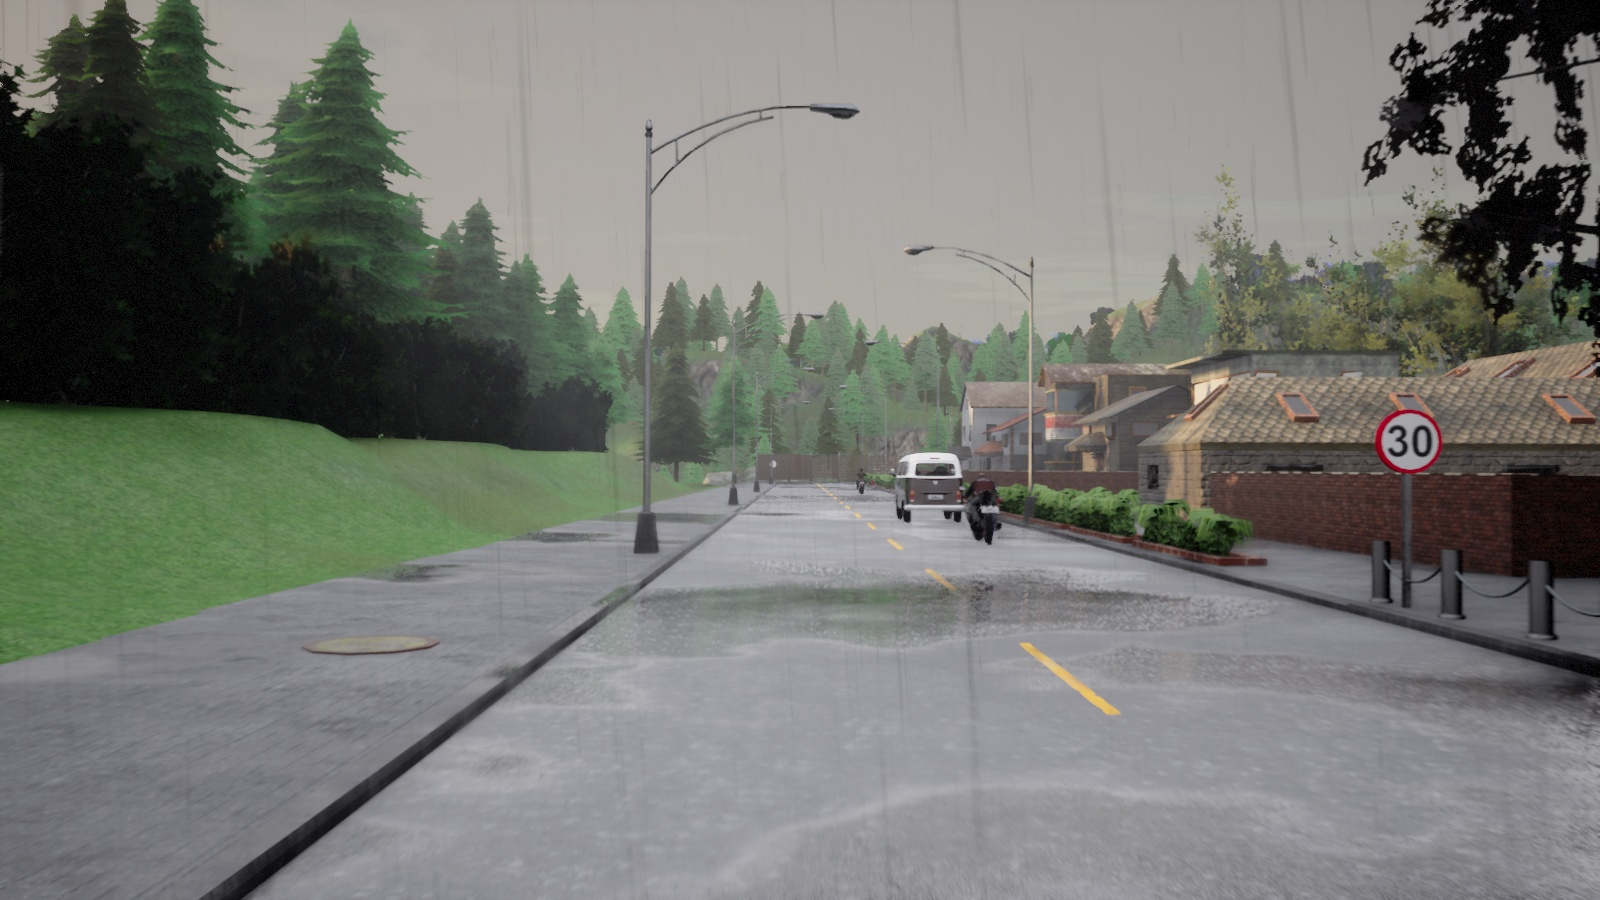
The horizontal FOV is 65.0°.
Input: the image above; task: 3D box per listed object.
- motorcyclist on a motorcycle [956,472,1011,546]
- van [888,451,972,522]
[{"bbox_3d":[3.935,1.234,27.083,0.866,1.530,2.191,0,-1,0],"label":"motorcyclist on a motorcycle"},{"bbox_3d":[3.906,1.091,38.420,2.069,2.038,4.480,0,-1,0],"label":"van"}]
